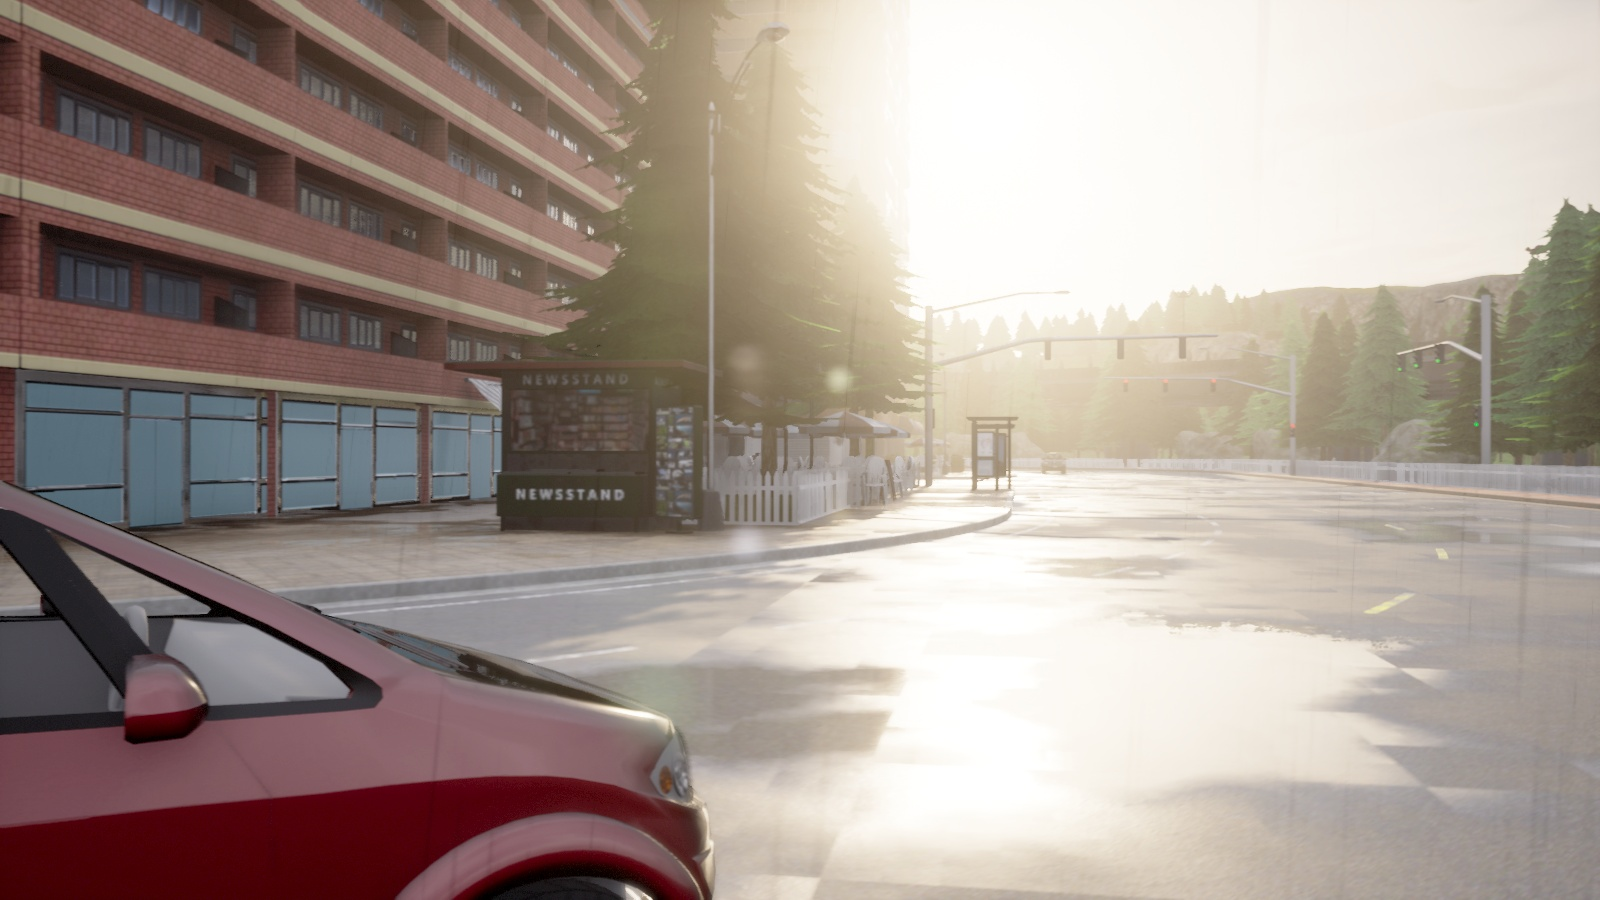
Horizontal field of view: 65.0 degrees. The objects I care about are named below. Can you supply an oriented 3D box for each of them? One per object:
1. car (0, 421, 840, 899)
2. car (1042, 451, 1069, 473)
[{"bbox_3d":[-1.948,0.736,2.306,3.705,1.549,1.789,0,0,-35],"label":"car"},{"bbox_3d":[19.496,0.890,95.894,1.851,1.617,3.988,0,0,9],"label":"car"}]
